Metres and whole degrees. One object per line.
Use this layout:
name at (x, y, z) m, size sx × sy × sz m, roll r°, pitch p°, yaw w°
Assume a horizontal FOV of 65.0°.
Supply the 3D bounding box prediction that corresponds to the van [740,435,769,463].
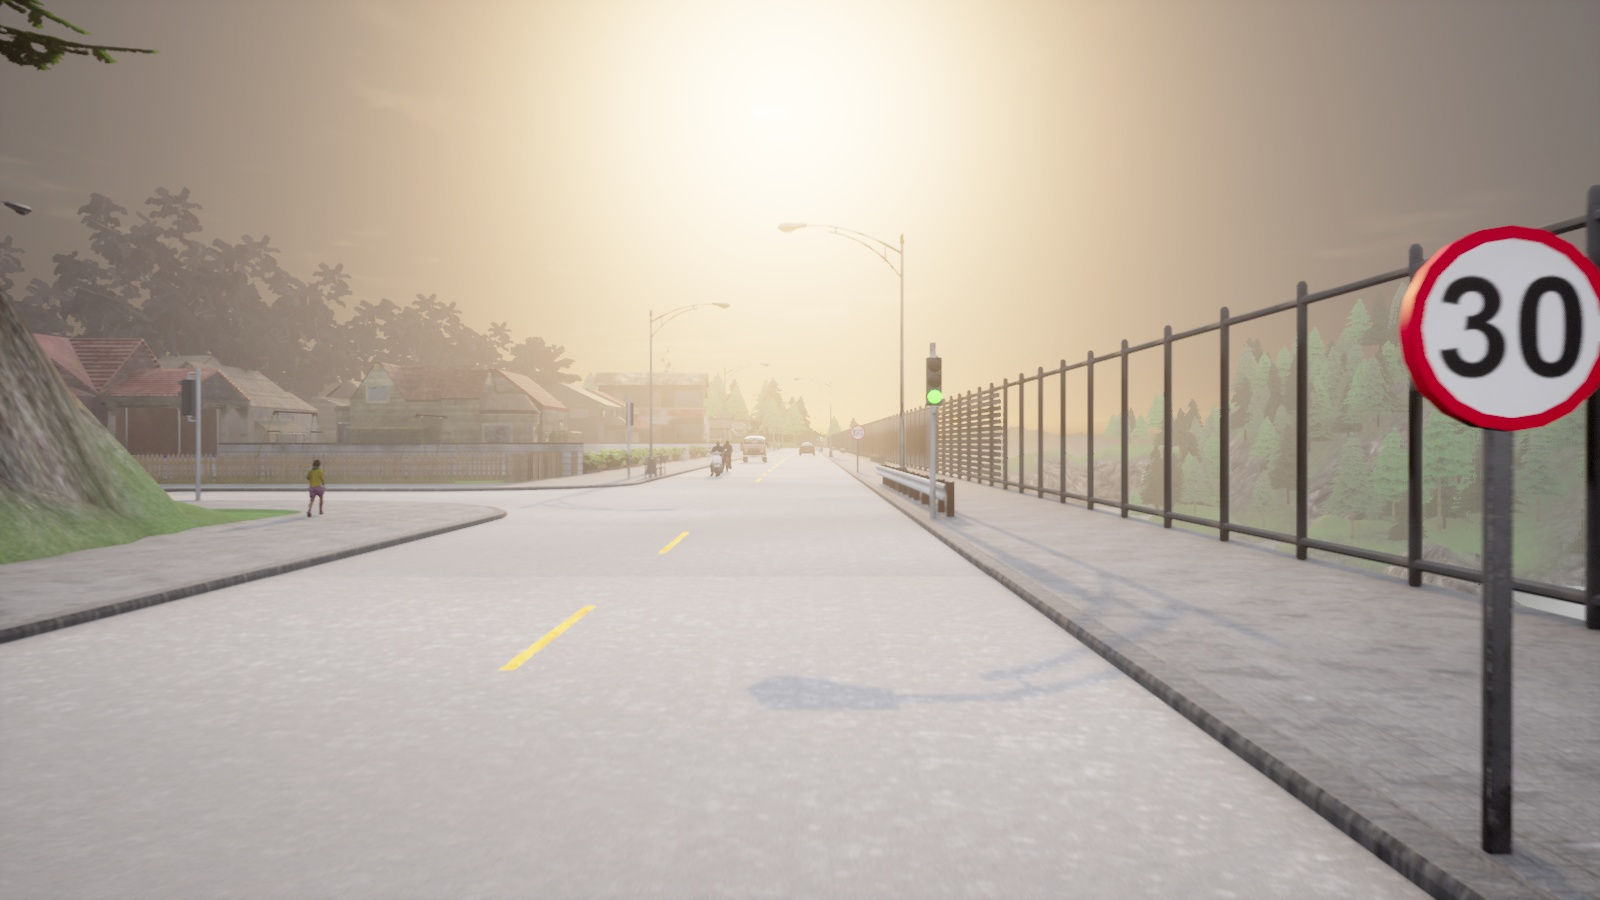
van at (-3.433, -0.072, 95.698) m, size 2.069 × 2.038 × 4.480 m, roll 0°, pitch 0°, yaw 0°

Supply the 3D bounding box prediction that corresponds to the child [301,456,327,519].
child at (-9.132, 0.696, 23.614) m, size 0.299 × 1.160 × 0.473 m, roll 0°, pitch 0°, yaw 0°

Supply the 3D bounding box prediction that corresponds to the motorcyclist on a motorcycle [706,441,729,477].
motorcyclist on a motorcycle at (-3.660, 0.383, 55.707) m, size 0.866 × 1.590 × 1.817 m, roll 0°, pitch 0°, yaw 0°
